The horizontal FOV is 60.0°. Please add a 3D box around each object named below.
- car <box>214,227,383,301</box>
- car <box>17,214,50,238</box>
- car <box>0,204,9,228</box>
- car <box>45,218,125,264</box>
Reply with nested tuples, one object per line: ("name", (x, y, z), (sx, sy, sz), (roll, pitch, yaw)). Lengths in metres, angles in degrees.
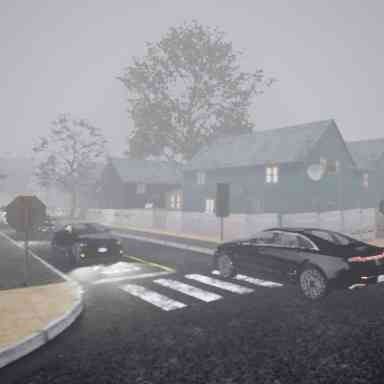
("car", (2.551, 1.696, 8.921), (2.128, 1.511, 4.902), (2, -4, -35))
("car", (-10.324, 2.167, 22.057), (1.837, 1.490, 4.892), (2, -2, -35))
("car", (-16.403, 2.169, 30.699), (2.150, 2.045, 5.566), (2, -2, -35))
("car", (-4.353, 1.948, 13.578), (1.994, 1.385, 4.181), (2, -2, -35))
